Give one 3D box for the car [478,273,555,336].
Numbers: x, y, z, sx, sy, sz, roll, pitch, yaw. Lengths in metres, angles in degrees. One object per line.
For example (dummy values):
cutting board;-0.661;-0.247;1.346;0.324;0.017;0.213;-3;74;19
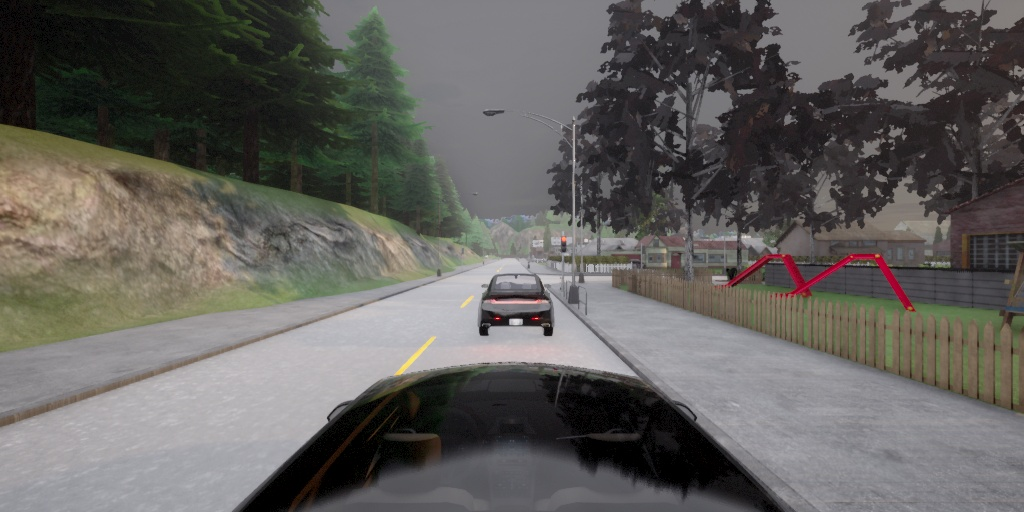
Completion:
car;0.118;1.242;10.332;2.128;1.511;4.902;0;0;1
